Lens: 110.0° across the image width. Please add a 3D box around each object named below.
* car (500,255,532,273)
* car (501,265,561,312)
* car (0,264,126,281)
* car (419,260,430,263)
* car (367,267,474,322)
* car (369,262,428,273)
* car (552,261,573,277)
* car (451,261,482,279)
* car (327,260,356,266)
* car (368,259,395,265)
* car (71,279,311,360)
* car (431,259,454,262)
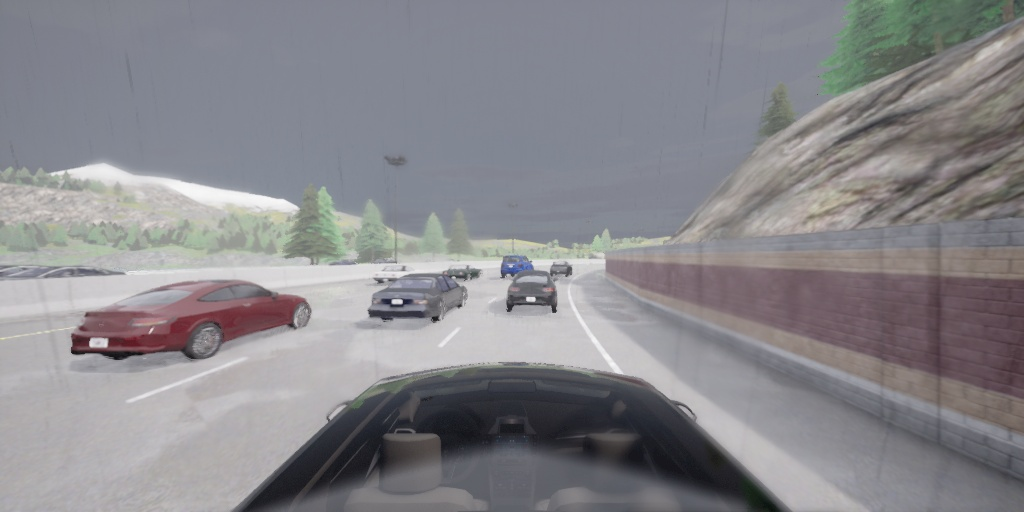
[{"bbox_3d":[0.528,0.972,32.880,2.150,2.045,5.566,0,0,14],"label":"car"},{"bbox_3d":[0.851,1.278,14.248,1.812,1.442,4.674,0,0,5],"label":"car"},{"bbox_3d":[-20.254,1.175,15.858,2.128,1.511,4.902,0,0,6],"label":"car"},{"bbox_3d":[-13.873,1.266,57.367,1.994,1.385,4.181,0,0,21],"label":"car"},{"bbox_3d":[-2.894,1.288,12.190,2.033,1.411,5.357,0,0,5],"label":"car"},{"bbox_3d":[-8.062,1.324,26.105,1.895,1.301,4.718,0,0,10],"label":"car"},{"bbox_3d":[4.989,1.257,35.987,2.128,1.511,4.902,0,0,15],"label":"car"},{"bbox_3d":[-3.923,1.337,29.063,1.895,1.301,4.718,0,0,12],"label":"car"},{"bbox_3d":[-23.825,1.234,50.163,1.994,1.385,4.181,0,0,18],"label":"car"},{"bbox_3d":[-19.181,1.177,53.057,2.128,1.511,4.902,0,0,19],"label":"car"},{"bbox_3d":[-6.640,1.254,8.160,1.812,1.442,4.674,0,0,3],"label":"car"},{"bbox_3d":[-10.350,1.240,56.773,1.812,1.442,4.674,0,0,22],"label":"car"}]
